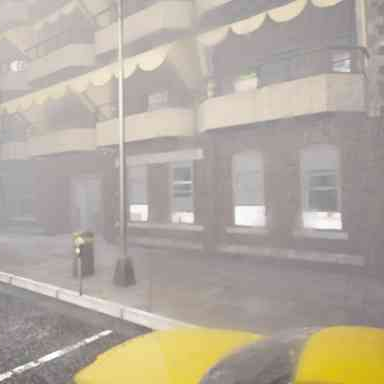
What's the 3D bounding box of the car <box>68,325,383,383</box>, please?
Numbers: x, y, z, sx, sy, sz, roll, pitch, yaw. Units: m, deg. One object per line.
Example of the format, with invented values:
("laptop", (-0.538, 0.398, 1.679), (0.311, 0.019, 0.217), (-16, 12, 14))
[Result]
("car", (1.104, 1.527, 2.115), (4.829, 1.417, 1.752), (0, -1, 36))
